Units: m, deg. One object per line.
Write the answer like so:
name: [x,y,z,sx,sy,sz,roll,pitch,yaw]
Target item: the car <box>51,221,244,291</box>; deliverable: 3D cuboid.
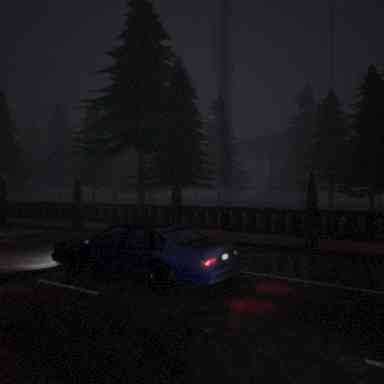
car: [-1.377,1.506,8.858,5.357,1.411,2.033,0,0,32]
